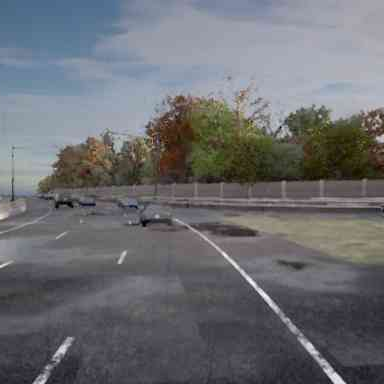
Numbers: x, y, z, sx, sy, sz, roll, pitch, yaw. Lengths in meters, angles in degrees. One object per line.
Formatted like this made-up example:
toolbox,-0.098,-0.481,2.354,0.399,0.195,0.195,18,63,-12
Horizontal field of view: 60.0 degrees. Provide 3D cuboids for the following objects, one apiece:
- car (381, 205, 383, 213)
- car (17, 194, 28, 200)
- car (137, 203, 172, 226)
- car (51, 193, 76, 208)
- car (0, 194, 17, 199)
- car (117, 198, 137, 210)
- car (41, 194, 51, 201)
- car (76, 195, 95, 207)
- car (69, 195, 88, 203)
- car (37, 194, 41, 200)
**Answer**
car,18.023,1.245,26.862,4.892,1.490,1.837,0,1,15
car,-43.471,1.307,84.426,4.181,1.385,1.994,0,0,37
car,-2.515,1.478,22.621,1.994,1.385,4.181,0,0,-10
car,-18.175,1.142,46.943,2.150,2.045,5.566,0,0,-26
car,-45.715,1.284,81.740,4.892,1.490,1.837,0,0,37
car,-8.044,1.416,41.421,2.033,1.411,5.357,-1,0,-21
car,-34.700,1.364,81.631,1.882,1.535,5.008,-1,0,-41
car,-15.941,1.452,50.171,1.994,1.385,4.181,-1,0,-27
car,-23.532,1.386,68.696,2.128,1.511,4.902,-1,0,-39
car,-39.313,1.210,87.105,1.837,1.490,4.892,-1,0,-37
